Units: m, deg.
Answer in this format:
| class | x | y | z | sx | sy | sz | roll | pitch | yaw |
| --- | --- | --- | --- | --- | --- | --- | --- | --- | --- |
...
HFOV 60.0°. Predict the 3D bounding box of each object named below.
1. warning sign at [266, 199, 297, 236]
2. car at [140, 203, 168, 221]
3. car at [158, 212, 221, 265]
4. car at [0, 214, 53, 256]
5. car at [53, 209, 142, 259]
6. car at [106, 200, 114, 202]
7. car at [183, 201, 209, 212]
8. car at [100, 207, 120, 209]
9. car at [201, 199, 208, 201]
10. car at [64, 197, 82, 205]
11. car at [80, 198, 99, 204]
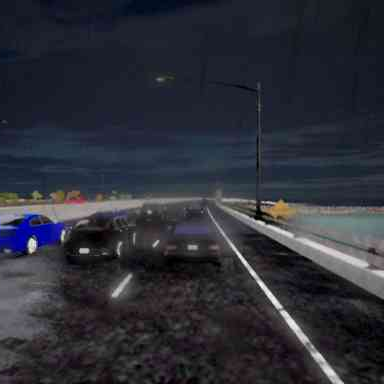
| class | x | y | z | sx | sy | sz | roll | pitch | yaw |
| --- | --- | --- | --- | --- | --- | --- | --- | --- | --- |
| warning sign | 4.610 | 1.306 | 17.230 | 1.300 | 1.860 | 1.060 | -1 | -2 | 1 |
| car | -3.265 | 1.668 | 28.013 | 2.097 | 1.767 | 4.553 | 0 | -1 | 1 |
| car | 0.045 | 1.683 | 12.175 | 2.033 | 1.411 | 5.357 | 0 | -1 | 1 |
| car | -6.925 | 1.633 | 13.921 | 1.882 | 1.535 | 5.008 | 0 | 0 | 1 |
| car | -3.438 | 1.653 | 13.147 | 1.837 | 1.490 | 4.892 | 0 | 0 | 1 |
| car | -16.286 | 2.340 | 65.798 | 1.994 | 1.385 | 4.181 | 0 | -1 | 2 |
| car | 0.234 | 1.809 | 28.028 | 2.128 | 1.511 | 4.902 | 0 | -1 | 1 |
| car | -6.772 | 1.918 | 27.881 | 1.895 | 1.301 | 4.718 | 0 | -1 | 1 |
| car | 2.904 | 2.422 | 76.753 | 1.837 | 1.490 | 4.892 | 0 | -1 | 3 |
| car | -23.281 | 2.017 | 65.965 | 2.150 | 2.045 | 5.566 | 0 | -1 | 2 |
| car | -19.785 | 2.310 | 65.849 | 2.128 | 1.511 | 4.902 | 0 | -1 | 2 |
